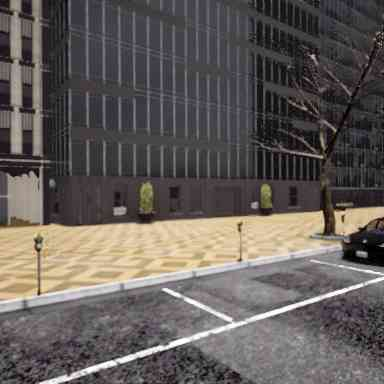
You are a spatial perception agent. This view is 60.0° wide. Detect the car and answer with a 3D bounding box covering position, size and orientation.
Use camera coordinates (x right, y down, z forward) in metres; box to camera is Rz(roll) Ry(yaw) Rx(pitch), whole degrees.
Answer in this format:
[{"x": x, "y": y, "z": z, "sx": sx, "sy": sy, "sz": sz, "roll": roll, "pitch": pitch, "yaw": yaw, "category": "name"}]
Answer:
[{"x": 7.022, "y": 1.544, "z": 11.536, "sx": 4.313, "sy": 1.339, "sz": 1.947, "roll": 0, "pitch": 0, "yaw": -35, "category": "car"}]
